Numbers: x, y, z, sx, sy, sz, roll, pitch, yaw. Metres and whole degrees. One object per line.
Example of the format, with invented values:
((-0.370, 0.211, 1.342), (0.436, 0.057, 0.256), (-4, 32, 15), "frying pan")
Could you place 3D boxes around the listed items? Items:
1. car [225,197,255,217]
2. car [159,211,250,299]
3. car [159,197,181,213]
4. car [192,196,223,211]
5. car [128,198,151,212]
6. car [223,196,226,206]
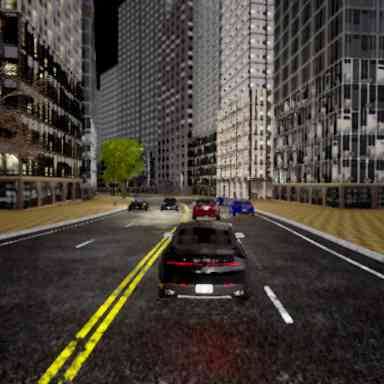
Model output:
((4.384, 1.352, 30.006), (1.882, 1.535, 5.008), (0, 0, 1), "car")
((0.300, 1.467, 8.350), (1.837, 1.490, 4.892), (0, 0, 2), "car")
((-2.270, 1.329, 34.969), (1.837, 1.490, 4.892), (0, 0, 0), "car")
((1.106, 1.230, 26.584), (2.097, 1.767, 4.553), (0, 0, 2), "car")
((-5.527, 1.375, 35.263), (1.994, 1.385, 4.181), (0, 0, -1), "car")
((4.038, 1.322, 44.652), (1.812, 1.442, 4.674), (0, 0, -2), "car")
